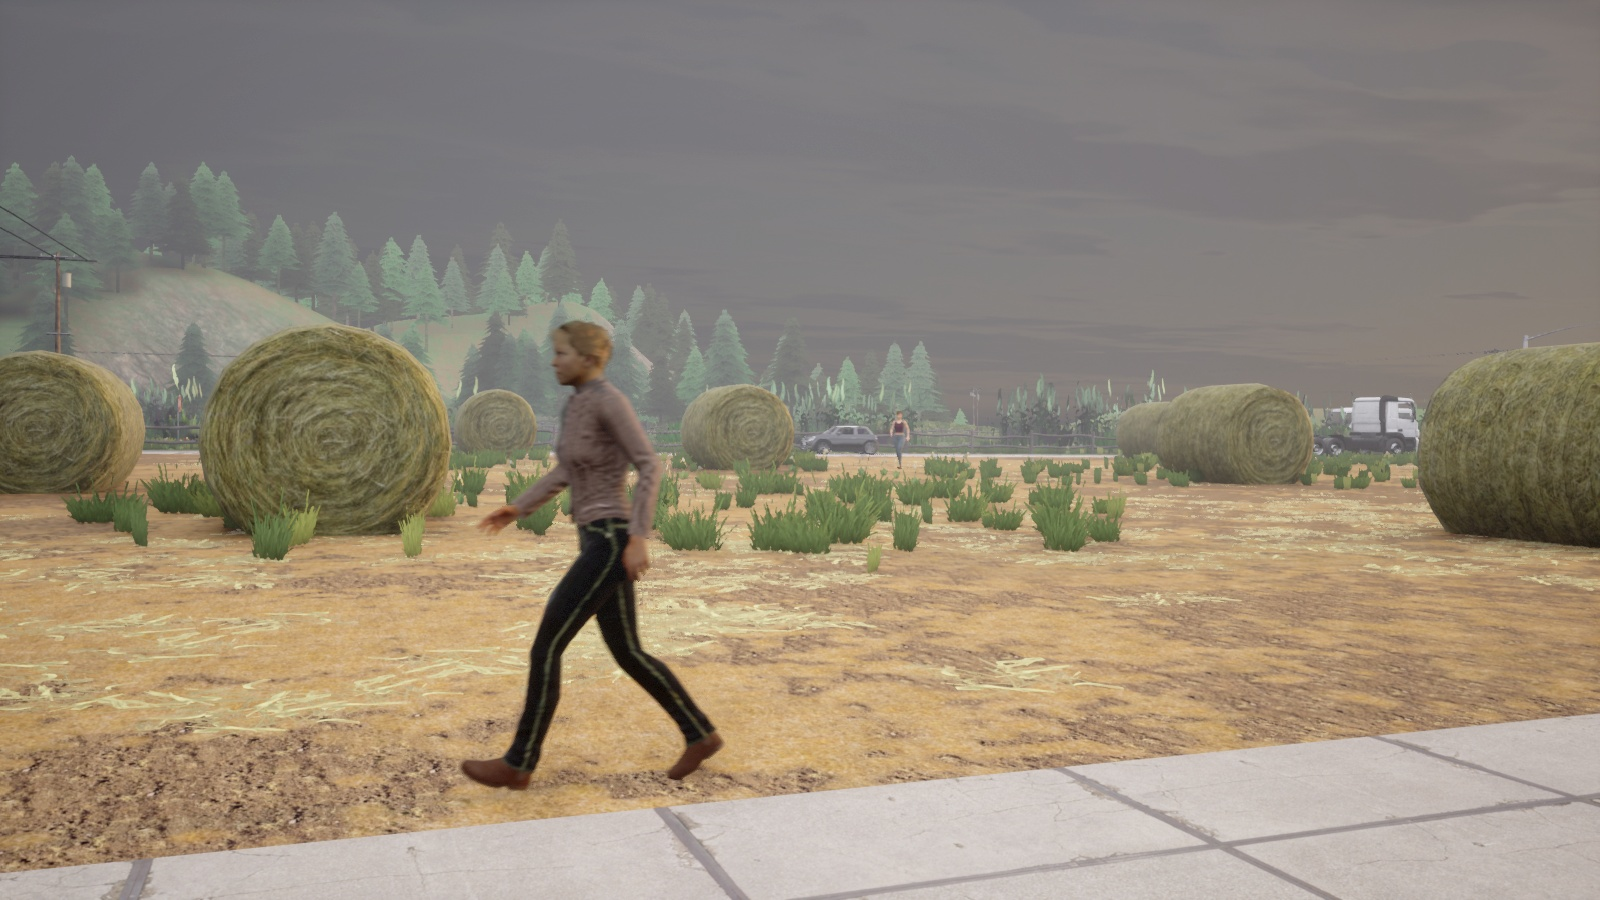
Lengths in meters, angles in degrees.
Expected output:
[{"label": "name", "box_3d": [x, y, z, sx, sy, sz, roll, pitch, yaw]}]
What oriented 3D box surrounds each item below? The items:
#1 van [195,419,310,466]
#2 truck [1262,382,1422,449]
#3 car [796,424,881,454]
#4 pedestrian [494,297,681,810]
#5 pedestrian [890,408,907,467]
[{"label": "van", "box_3d": [-24.079, -0.362, 55.379, 4.442, 1.987, 1.775, -1, 1, -17]}, {"label": "truck", "box_3d": [29.339, -1.891, 68.008, 7.936, 3.462, 2.891, -1, 1, -17]}, {"label": "car", "box_3d": [1.932, -0.573, 63.320, 3.806, 1.475, 1.970, -1, 1, -17]}, {"label": "pedestrian", "box_3d": [-0.808, 0.369, 4.761, 0.634, 1.846, 0.331, -1, 1, -17]}, {"label": "pedestrian", "box_3d": [3.076, -0.391, 39.101, 0.345, 1.836, 0.594, 0, 1, 24]}]
